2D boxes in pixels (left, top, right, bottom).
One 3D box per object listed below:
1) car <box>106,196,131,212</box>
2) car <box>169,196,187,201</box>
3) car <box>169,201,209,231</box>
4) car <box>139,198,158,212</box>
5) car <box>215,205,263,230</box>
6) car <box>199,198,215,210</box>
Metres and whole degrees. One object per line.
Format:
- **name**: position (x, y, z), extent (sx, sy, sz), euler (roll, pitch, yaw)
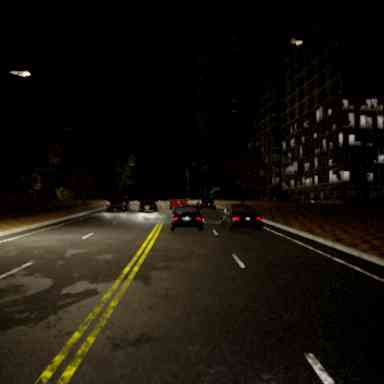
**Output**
- **car**: position (-7.922, 1.220, 36.057), extent (2.097, 1.767, 4.553), euler (0, 0, -4)
- **car**: position (-1.724, 1.226, 41.279), extent (2.097, 1.767, 4.553), euler (0, 0, -5)
- **car**: position (-0.369, 1.479, 20.237), extent (2.033, 1.411, 5.357), euler (0, 0, -2)
- **car**: position (-4.658, 1.371, 35.933), extent (2.128, 1.511, 4.902), euler (0, 0, -4)
- **car**: position (2.880, 1.483, 20.337), extent (2.033, 1.411, 5.357), euler (0, 0, -2)
- **car**: position (1.669, 1.435, 39.868), extent (2.033, 1.411, 5.357), euler (0, 0, -5)
